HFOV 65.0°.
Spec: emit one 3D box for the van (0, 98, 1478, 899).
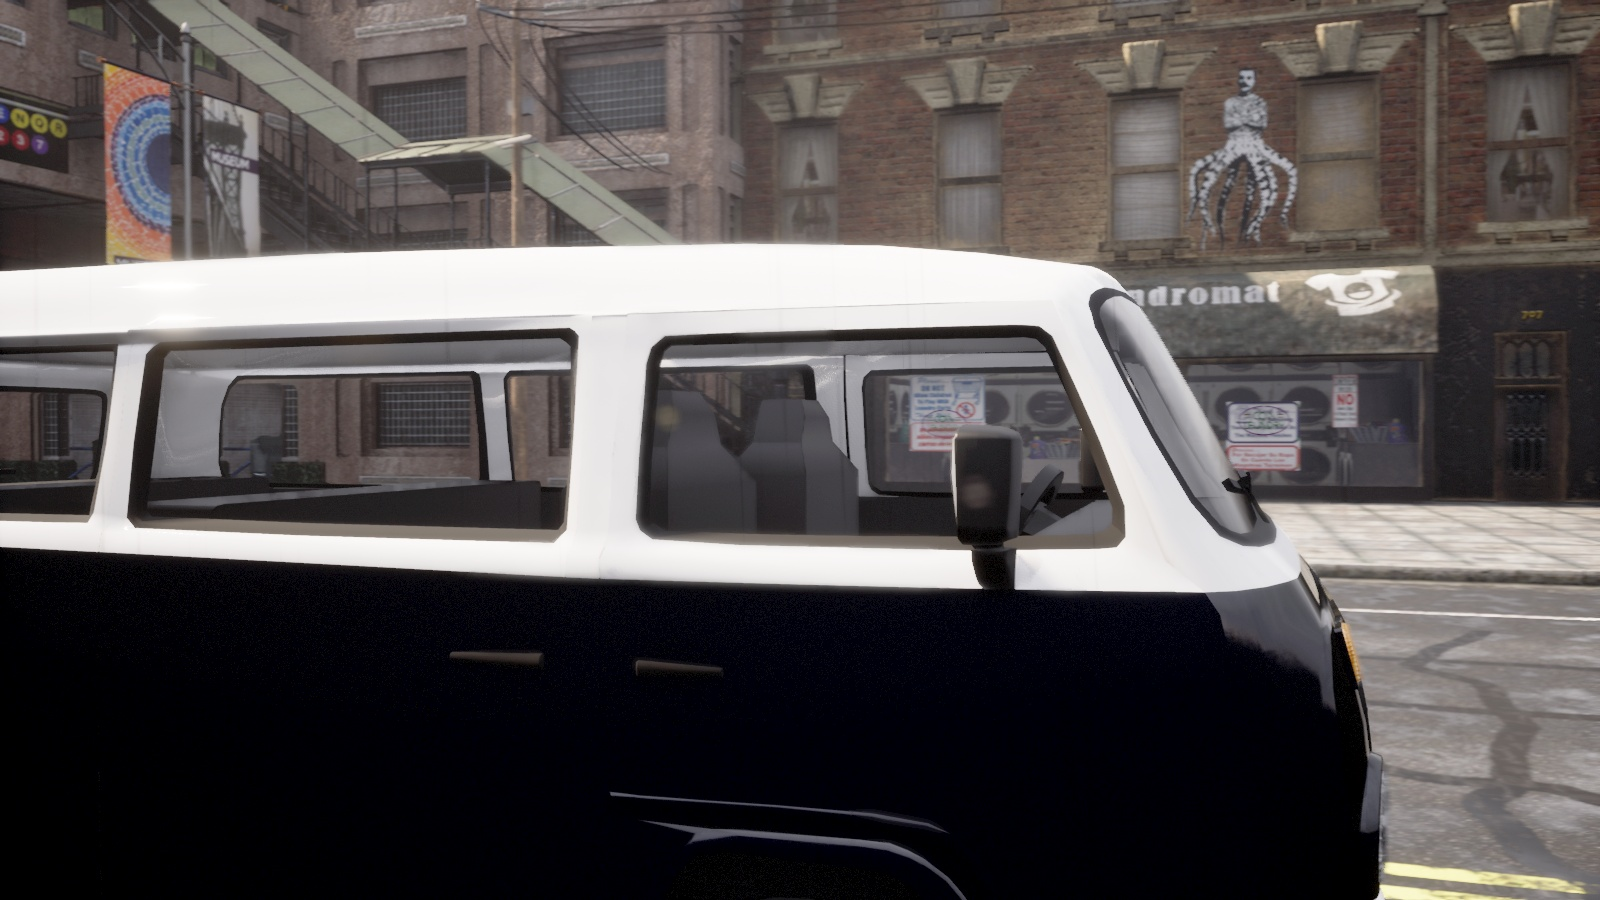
[{"bbox_3d":[-0.845,0.491,3.474,4.480,2.038,2.069,1,1,19],"label":"van"}]
